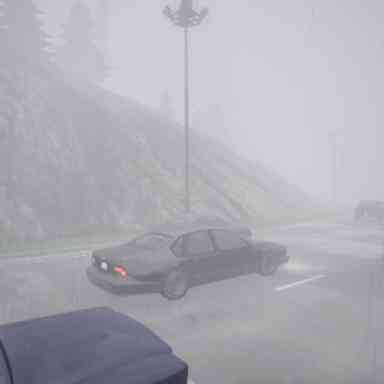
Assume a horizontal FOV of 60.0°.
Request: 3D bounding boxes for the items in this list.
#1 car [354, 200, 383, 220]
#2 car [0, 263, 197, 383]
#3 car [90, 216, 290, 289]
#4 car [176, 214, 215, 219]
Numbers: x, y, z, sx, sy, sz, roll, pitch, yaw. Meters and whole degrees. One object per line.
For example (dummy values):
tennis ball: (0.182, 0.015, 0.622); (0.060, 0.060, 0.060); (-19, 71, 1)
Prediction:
car: (14.381, 1.374, 26.515); (1.837, 1.490, 4.892); (0, 0, 39)
car: (-2.274, 1.620, 2.199); (4.718, 1.301, 1.895); (0, 0, -36)
car: (0.173, 1.543, 8.383); (5.357, 1.411, 2.033); (0, 0, -38)
car: (0.478, 1.555, 13.172); (4.181, 1.385, 1.994); (0, 0, -39)
